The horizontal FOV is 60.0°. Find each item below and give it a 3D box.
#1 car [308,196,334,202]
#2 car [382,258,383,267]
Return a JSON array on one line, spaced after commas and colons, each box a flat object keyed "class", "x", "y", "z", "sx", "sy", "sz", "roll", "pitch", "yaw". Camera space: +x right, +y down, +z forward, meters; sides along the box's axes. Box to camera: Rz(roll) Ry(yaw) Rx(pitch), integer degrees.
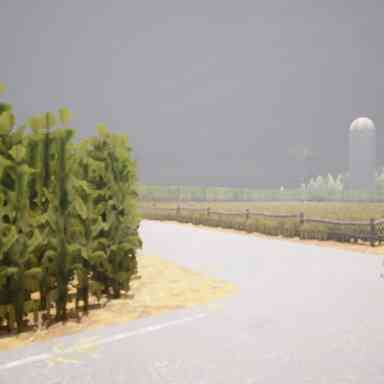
[{"class": "car", "x": 28.388, "y": 1.900, "z": 73.360, "sx": 5.566, "sy": 2.045, "sz": 2.150, "roll": 1, "pitch": 0, "yaw": -12}, {"class": "car", "x": 7.439, "y": 1.463, "z": 8.242, "sx": 4.553, "sy": 1.767, "sz": 2.097, "roll": 0, "pitch": -1, "yaw": 3}]
